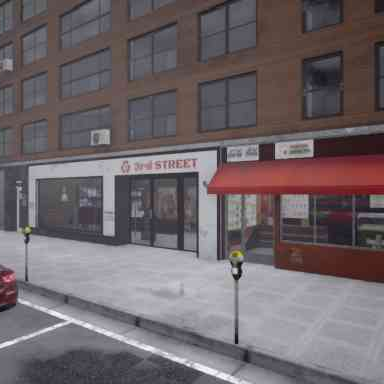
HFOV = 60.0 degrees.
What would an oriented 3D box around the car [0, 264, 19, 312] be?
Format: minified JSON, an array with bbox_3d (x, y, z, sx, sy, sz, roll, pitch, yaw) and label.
[{"bbox_3d":[-4.925,1.582,6.327,4.206,1.307,1.802,0,0,36],"label":"car"}]
